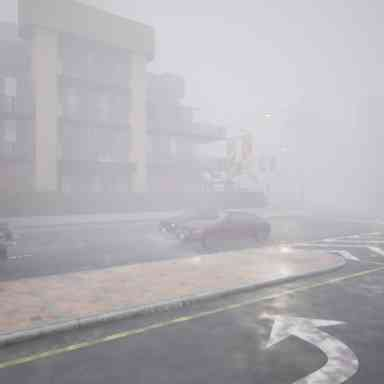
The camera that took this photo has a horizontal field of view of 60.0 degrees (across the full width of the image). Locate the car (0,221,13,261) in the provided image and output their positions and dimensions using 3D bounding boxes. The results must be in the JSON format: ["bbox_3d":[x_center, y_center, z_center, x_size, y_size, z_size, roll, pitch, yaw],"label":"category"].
[{"bbox_3d":[-7.378,1.526,8.598,4.674,1.442,1.812,0,0,-35],"label":"car"}]

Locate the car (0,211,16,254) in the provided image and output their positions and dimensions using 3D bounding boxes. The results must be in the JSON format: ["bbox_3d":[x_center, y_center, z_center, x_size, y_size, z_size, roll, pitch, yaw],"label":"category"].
[{"bbox_3d":[-9.081,1.506,11.704,4.892,1.490,1.837,0,0,-34],"label":"car"}]

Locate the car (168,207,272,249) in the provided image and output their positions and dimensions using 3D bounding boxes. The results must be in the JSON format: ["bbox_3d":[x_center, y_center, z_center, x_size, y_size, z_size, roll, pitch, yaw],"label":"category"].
[{"bbox_3d":[1.517,1.525,14.678,4.674,1.442,1.812,0,0,-34],"label":"car"}]

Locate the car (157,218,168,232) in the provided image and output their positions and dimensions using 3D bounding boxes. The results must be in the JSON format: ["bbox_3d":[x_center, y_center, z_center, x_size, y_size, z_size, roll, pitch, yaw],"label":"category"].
[{"bbox_3d":[0.762,1.547,18.395,5.357,1.411,2.033,0,0,-34],"label":"car"}]
